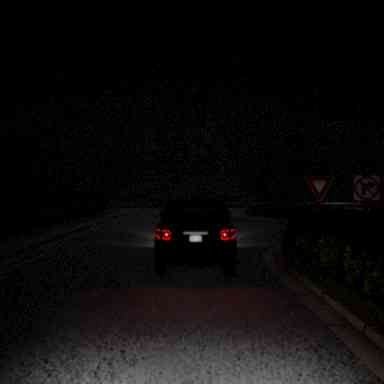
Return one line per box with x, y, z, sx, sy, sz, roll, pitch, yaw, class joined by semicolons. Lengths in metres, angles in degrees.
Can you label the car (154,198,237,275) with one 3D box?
0.093;1.193;10.527;2.150;2.045;5.566;0;0;0;car
